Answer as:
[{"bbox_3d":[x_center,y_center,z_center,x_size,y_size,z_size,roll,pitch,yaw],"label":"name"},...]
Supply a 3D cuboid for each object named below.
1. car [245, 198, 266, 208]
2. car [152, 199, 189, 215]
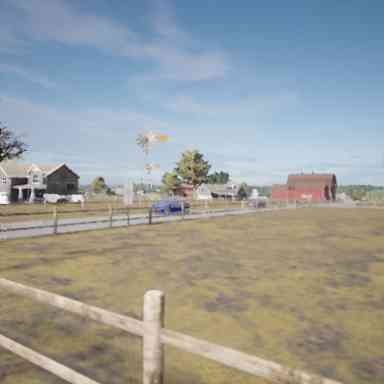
[{"bbox_3d":[9.844,1.731,51.263,1.812,1.442,4.674,1,0,34],"label":"car"},{"bbox_3d":[-2.225,1.435,33.464,1.882,1.535,5.008,1,0,34],"label":"car"}]
